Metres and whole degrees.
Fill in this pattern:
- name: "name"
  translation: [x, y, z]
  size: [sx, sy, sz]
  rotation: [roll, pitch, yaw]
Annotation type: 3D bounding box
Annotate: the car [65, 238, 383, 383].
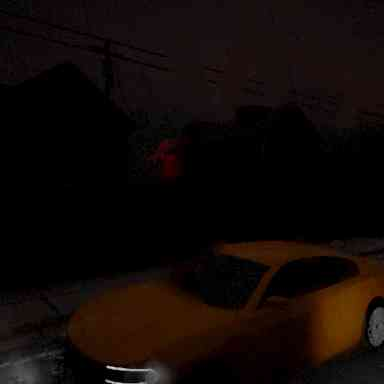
- name: "car"
  translation: [0.895, 1.472, 4.593]
  size: [5.008, 1.535, 1.882]
  rotation: [0, 0, -35]
